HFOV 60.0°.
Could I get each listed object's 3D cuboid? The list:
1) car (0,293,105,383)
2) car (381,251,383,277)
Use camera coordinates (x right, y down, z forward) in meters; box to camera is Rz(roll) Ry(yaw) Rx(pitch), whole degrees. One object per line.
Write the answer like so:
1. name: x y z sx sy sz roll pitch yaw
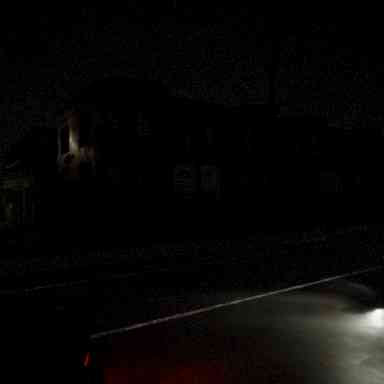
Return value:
1. car: -3.026 1.508 1.973 4.892 1.490 1.837 0 0 -33
2. car: 6.829 1.478 8.528 5.008 1.535 1.882 -1 0 -34
